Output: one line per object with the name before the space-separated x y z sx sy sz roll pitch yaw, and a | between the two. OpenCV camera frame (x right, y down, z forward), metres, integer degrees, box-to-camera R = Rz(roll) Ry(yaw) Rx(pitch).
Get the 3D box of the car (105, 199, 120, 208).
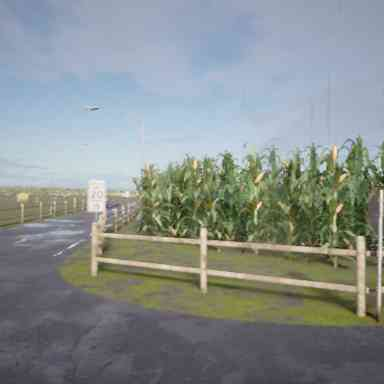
car | -12.432 1.835 51.714 1.994 1.385 4.181 1 0 -5
